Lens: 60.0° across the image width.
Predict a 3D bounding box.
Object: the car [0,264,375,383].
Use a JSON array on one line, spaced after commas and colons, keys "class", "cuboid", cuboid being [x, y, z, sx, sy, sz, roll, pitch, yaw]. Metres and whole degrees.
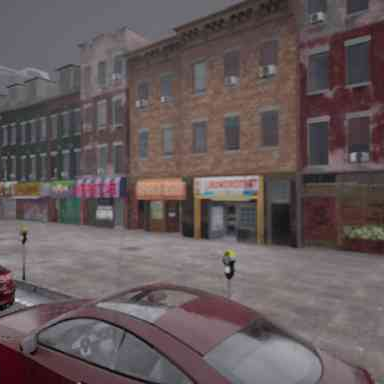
[{"class": "car", "cuboid": [-0.514, 1.582, 3.186, 4.206, 1.307, 1.802, 0, -1, 35]}]
